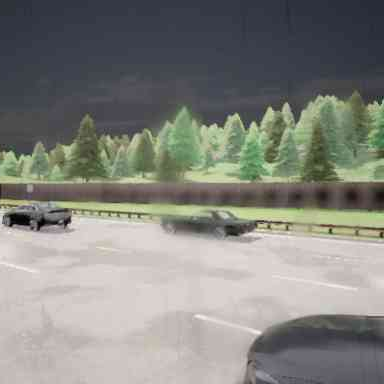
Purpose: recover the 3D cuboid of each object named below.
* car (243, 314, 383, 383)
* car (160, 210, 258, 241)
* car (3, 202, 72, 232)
[{"bbox_3d":[2.599,1.535,2.140,4.674,1.442,1.812,1,0,36],"label":"car"},{"bbox_3d":[0.689,1.522,16.400,4.718,1.301,1.895,1,0,35],"label":"car"},{"bbox_3d":[-8.857,1.330,18.908,4.902,1.511,2.128,1,0,35],"label":"car"}]
